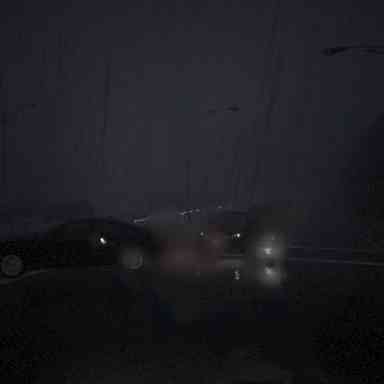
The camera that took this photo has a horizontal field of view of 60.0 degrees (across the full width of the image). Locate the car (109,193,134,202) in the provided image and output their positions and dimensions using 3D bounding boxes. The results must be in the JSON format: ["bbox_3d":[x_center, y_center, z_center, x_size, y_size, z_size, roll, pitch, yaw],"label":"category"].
[{"bbox_3d":[-13.809,1.045,65.312,4.605,1.855,1.932,0,0,18],"label":"car"}]

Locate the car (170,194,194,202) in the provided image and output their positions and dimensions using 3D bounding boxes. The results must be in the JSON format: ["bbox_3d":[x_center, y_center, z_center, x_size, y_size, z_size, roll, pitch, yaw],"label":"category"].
[{"bbox_3d":[-2.104,1.257,68.690,4.514,1.523,2.007,0,0,18],"label":"car"}]

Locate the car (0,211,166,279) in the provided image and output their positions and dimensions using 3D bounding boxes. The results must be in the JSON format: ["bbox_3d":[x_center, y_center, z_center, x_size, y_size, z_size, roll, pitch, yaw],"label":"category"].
[{"bbox_3d":[-3.280,1.475,9.872,5.008,1.535,1.882,0,0,-15],"label":"car"}]

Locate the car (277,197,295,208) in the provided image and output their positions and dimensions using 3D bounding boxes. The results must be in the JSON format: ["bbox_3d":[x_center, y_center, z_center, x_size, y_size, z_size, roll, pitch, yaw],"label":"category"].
[{"bbox_3d":[13.539,1.468,47.686,2.128,1.511,4.902,0,0,19],"label":"car"}]

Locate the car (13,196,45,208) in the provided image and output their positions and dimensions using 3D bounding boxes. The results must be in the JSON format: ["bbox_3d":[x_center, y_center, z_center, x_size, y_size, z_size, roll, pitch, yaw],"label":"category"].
[{"bbox_3d":[-21.698,1.273,44.281,3.633,1.501,1.845,0,0,18],"label":"car"}]

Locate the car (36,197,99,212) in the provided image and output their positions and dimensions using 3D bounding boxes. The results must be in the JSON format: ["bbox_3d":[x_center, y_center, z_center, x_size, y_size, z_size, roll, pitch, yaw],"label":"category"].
[{"bbox_3d":[-9.036,1.356,24.209,3.633,1.501,1.845,0,0,18],"label":"car"}]

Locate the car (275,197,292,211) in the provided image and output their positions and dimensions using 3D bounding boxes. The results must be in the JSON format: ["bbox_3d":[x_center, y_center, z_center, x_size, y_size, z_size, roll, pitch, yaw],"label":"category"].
[{"bbox_3d":[11.658,1.483,42.110,1.837,1.490,4.892,0,0,19],"label":"car"}]

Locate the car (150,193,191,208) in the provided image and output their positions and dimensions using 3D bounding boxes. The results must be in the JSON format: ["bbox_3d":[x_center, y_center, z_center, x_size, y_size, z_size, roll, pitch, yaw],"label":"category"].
[{"bbox_3d":[-2.967,1.074,41.774,4.605,1.855,1.932,0,0,18],"label":"car"}]

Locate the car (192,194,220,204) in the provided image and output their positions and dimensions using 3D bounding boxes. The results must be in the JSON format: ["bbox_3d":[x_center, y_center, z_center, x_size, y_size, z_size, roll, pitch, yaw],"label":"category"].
[{"bbox_3d":[1.660,1.125,56.782,5.027,1.636,2.152,0,0,18],"label":"car"}]

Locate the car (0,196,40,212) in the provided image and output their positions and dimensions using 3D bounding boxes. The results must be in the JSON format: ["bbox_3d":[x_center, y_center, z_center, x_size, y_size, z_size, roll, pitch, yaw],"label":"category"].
[{"bbox_3d":[-15.115,1.356,29.404,3.806,1.475,1.970,0,0,18],"label":"car"}]

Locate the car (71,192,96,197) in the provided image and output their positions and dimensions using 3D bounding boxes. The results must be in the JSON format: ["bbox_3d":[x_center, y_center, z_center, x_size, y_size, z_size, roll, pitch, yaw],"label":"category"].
[{"bbox_3d":[-18.464,1.249,53.736,4.514,1.523,2.007,0,0,18],"label":"car"}]

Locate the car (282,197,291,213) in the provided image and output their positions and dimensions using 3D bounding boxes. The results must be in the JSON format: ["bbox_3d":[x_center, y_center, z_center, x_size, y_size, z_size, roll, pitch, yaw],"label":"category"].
[{"bbox_3d":[7.747,1.486,30.515,1.837,1.490,4.892,0,0,19],"label":"car"}]

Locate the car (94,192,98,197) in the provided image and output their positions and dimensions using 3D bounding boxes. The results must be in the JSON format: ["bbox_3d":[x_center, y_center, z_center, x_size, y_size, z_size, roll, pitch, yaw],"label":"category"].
[{"bbox_3d":[-21.856,1.298,67.986,3.806,1.475,1.970,0,0,18],"label":"car"}]

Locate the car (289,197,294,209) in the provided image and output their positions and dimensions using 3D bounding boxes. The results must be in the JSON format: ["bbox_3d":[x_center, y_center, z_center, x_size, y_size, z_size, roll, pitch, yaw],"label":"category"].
[{"bbox_3d":[9.786,1.543,36.553,1.994,1.385,4.181,0,0,19],"label":"car"}]

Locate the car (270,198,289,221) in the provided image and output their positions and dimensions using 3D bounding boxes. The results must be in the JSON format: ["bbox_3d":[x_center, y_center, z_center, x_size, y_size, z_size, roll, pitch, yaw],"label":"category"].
[{"bbox_3d":[5.870,1.474,24.951,2.128,1.511,4.902,0,0,19],"label":"car"}]

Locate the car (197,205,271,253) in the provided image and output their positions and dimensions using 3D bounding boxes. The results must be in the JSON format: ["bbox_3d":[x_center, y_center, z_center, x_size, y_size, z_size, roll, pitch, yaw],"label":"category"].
[{"bbox_3d":[1.813,1.514,13.896,1.812,1.442,4.674,0,0,24],"label":"car"}]

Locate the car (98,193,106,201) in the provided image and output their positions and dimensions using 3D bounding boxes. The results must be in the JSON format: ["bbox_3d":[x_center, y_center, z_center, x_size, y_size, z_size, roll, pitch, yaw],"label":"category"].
[{"bbox_3d":[-20.214,1.014,70.941,3.866,1.878,1.905,0,0,18],"label":"car"}]

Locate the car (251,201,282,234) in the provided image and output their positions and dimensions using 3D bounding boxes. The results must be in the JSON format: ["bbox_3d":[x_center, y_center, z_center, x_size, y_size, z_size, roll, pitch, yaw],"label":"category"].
[{"bbox_3d":[3.960,1.490,19.305,1.837,1.490,4.892,0,0,19],"label":"car"}]
